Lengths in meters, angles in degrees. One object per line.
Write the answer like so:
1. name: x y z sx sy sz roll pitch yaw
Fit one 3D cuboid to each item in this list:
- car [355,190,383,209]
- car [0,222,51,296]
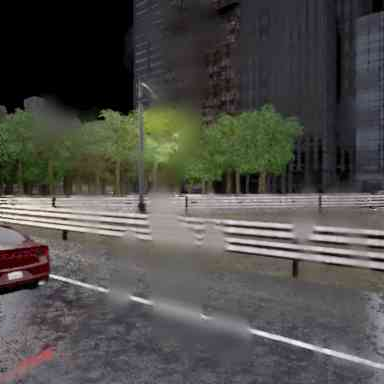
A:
1. car: 17.729 0.640 31.332 4.553 1.767 2.097 -1 0 -6
2. car: -5.304 1.392 7.702 5.008 1.535 1.882 1 0 36
